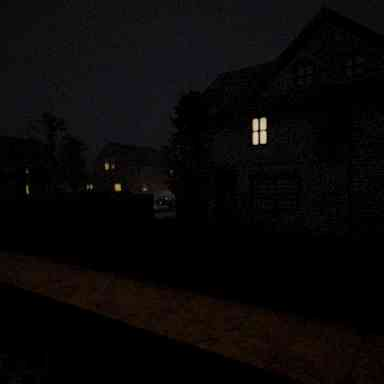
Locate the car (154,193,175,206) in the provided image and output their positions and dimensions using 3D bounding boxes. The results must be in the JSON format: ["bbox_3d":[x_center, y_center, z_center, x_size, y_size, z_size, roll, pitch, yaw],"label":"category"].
[{"bbox_3d":[-1.919,0.727,35.705,1.895,1.301,4.718,0,1,36],"label":"car"}]
